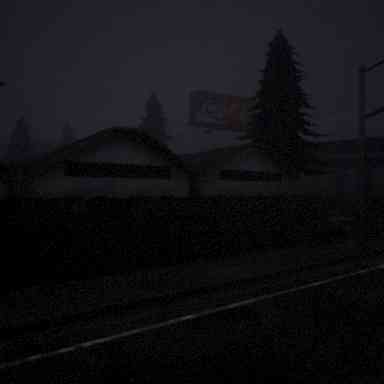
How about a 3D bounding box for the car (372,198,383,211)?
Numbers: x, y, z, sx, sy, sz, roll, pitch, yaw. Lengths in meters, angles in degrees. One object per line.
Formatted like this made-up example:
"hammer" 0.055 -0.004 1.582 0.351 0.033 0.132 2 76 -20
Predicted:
"car" 23.838 1.530 41.224 4.611 1.667 2.242 0 0 -36
